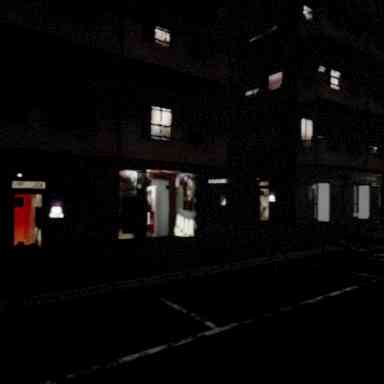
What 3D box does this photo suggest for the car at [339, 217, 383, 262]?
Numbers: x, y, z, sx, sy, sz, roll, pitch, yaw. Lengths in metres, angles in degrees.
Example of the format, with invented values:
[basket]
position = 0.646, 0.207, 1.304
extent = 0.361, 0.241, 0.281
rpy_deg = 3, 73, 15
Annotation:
[car]
position = 6.792, 1.545, 11.341
extent = 4.403, 1.369, 2.008
rpy_deg = 0, 1, -35
